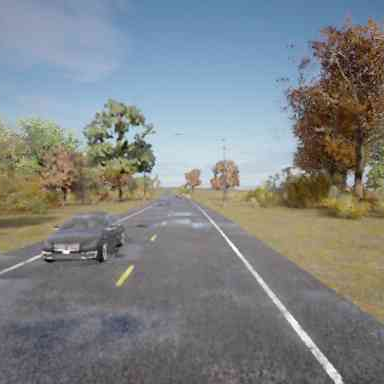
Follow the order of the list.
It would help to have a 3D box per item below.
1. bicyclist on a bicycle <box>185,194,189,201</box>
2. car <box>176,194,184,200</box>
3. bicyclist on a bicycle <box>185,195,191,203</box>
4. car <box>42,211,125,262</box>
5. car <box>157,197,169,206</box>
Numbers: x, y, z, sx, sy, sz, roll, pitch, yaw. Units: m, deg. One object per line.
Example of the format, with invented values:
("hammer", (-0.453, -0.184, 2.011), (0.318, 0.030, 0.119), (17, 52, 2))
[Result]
("bicyclist on a bicycle", (-1.118, 1.317, 75.057), (0.866, 1.612, 1.509), (0, -1, -4))
("car", (-3.136, 1.361, 92.339), (2.128, 1.511, 4.902), (0, 0, -4))
("bicyclist on a bicycle", (-0.657, 1.331, 66.176), (0.866, 1.612, 1.509), (0, 0, -3))
("car", (-3.668, 1.487, 12.048), (1.837, 1.490, 4.892), (0, 0, -1))
("car", (-4.648, 1.464, 53.937), (2.033, 1.411, 5.357), (0, 0, -2))
